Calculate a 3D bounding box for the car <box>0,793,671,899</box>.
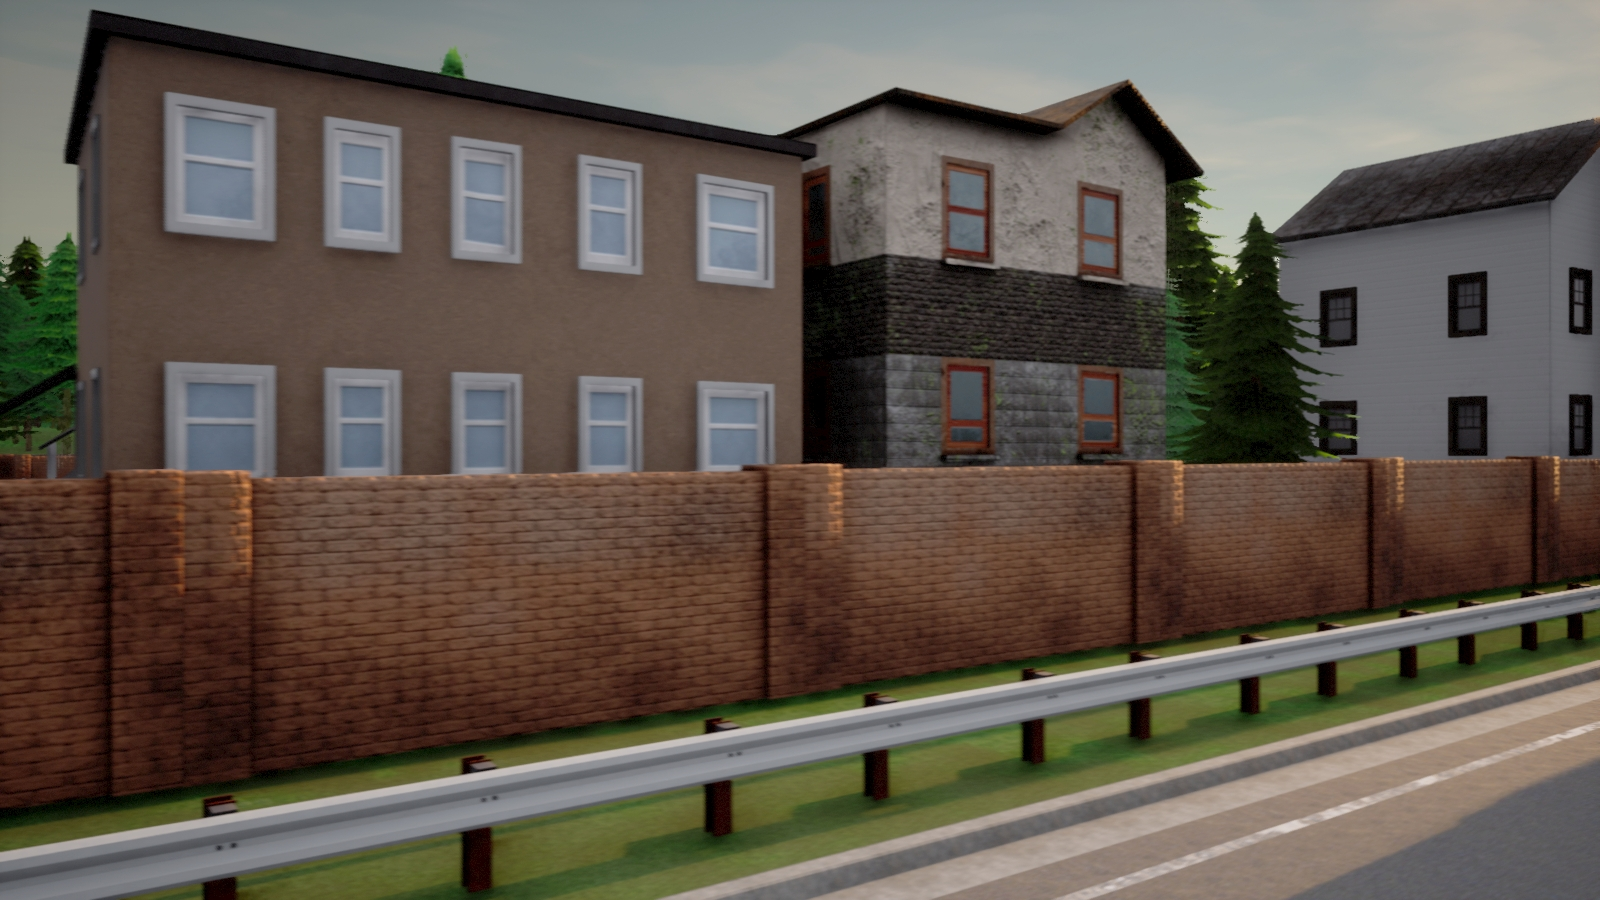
[{"bbox_3d":[-2.354,2.038,2.148,4.514,1.525,2.007,0,0,-35],"label":"car"}]
